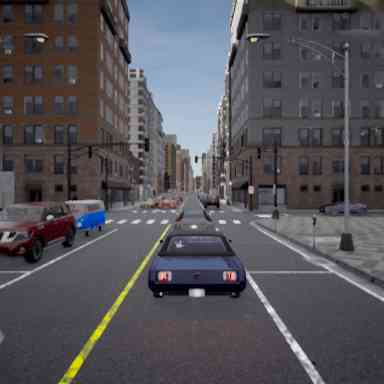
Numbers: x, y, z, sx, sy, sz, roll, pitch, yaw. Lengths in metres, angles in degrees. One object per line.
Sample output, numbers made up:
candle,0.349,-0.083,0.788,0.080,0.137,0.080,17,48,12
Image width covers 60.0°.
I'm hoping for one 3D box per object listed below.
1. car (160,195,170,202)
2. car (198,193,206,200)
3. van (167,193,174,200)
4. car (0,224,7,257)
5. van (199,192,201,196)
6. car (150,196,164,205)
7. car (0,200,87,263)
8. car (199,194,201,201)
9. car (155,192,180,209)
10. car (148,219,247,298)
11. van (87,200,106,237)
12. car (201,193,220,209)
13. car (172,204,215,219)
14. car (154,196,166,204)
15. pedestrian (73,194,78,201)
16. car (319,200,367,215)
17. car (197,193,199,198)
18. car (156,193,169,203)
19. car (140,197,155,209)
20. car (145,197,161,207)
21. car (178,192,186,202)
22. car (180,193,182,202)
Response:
car,-5.866,1.436,73.100,1.802,1.307,4.206,0,0,0
car,2.658,1.116,90.051,2.192,1.841,5.009,0,0,0
van,-5.867,1.142,90.065,1.690,1.788,3.998,0,0,0
car,-5.859,1.565,6.528,1.947,1.339,4.313,0,0,0
van,2.662,1.229,61.769,1.690,1.788,3.998,0,0,0
car,-5.864,1.429,55.965,1.752,1.417,4.829,0,0,0
car,-5.860,1.314,12.168,2.192,1.841,5.009,0,0,0
car,2.662,1.448,56.112,1.887,1.381,4.507,0,0,0
car,-3.154,1.290,43.457,2.097,1.767,4.553,0,0,2
car,0.098,1.600,8.441,1.895,1.301,4.718,0,0,0
van,-5.860,1.337,17.809,1.690,1.788,3.998,0,0,0
car,2.664,1.249,44.799,2.192,1.841,5.009,0,0,0
car,0.094,1.561,17.201,1.994,1.385,4.181,0,0,0
car,-5.864,1.413,61.620,1.752,1.417,4.829,0,0,0
pedestrian,-12.556,1.093,35.774,0.375,1.860,0.375,0,0,1
car,14.641,1.519,32.331,4.181,1.385,1.994,0,0,1
car,2.660,1.379,73.252,1.752,1.417,4.829,0,0,0
car,-5.865,1.186,67.445,2.192,1.841,5.009,0,0,0
car,-5.862,1.460,44.655,1.752,1.417,4.829,0,0,0
car,-5.863,1.485,50.481,1.947,1.339,4.313,0,0,0
car,-3.009,1.091,69.224,2.150,2.045,5.566,0,0,0
car,-3.089,1.411,55.401,1.837,1.490,4.892,0,0,0
